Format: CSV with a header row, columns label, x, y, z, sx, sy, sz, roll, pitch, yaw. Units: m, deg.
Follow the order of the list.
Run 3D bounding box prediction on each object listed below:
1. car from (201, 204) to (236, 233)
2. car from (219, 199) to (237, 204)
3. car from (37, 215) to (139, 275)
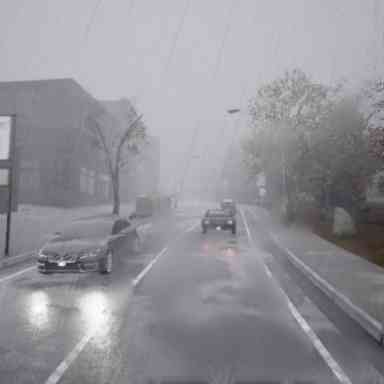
label,x,y,z,sx,sy,sz,roll,pitch,yaw
car,1.686,1.651,19.941,1.895,1.301,4.718,-1,0,7
car,4.502,1.629,41.752,1.837,1.490,4.892,-1,0,7
car,-3.031,1.547,10.681,1.837,1.490,4.892,0,0,5
